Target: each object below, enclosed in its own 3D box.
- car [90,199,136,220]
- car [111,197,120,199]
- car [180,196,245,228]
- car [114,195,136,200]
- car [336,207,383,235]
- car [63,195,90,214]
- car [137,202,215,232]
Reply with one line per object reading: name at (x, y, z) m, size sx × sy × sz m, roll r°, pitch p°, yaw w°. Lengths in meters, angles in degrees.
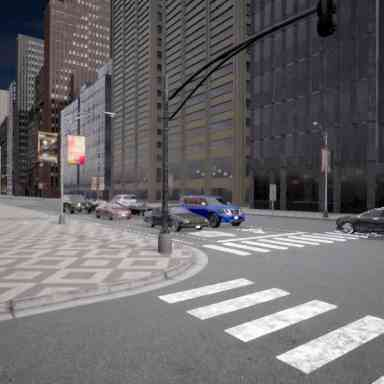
car at (-6.879, 1.585, 28.747) m, size 1.812 × 1.442 × 4.674 m, roll 1°, pitch -1°, yaw -36°
car at (-10.591, 1.653, 39.541) m, size 1.812 × 1.442 × 4.674 m, roll 1°, pitch -1°, yaw -35°
car at (1.145, 1.269, 23.103) m, size 2.150 × 2.045 × 5.566 m, roll 1°, pitch -1°, yaw -36°
car at (-9.173, 1.384, 43.471) m, size 2.150 × 2.045 × 5.566 m, roll 1°, pitch -1°, yaw -36°
car at (9.825, 1.534, 16.901) m, size 1.837 × 1.490 × 4.892 m, roll 0°, pitch -1°, yaw -36°
car at (-13.103, 1.324, 37.471) m, size 2.150 × 2.045 × 5.566 m, roll 1°, pitch -1°, yaw -36°
car at (-1.182, 1.569, 20.780) m, size 2.033 × 1.411 × 5.357 m, roll 1°, pitch -1°, yaw -35°
